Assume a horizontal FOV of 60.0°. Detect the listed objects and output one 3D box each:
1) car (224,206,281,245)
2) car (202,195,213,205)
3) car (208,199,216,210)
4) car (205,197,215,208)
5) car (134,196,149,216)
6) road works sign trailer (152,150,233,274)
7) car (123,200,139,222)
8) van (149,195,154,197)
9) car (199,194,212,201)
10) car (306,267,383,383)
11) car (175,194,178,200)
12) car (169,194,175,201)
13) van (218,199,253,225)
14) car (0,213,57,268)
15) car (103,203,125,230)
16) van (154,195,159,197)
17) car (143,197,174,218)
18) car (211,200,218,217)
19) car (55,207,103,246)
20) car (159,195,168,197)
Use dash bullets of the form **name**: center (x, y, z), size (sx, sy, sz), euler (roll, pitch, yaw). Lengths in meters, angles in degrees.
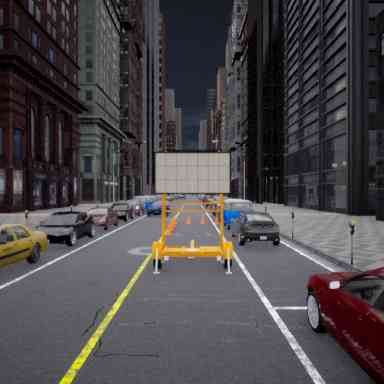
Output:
- **car**: center (2.791, 1.554, 15.172), size (2.008, 1.369, 4.403), euler (0, 0, 0)
- **car**: center (2.860, 1.576, 48.989), size (1.887, 1.381, 4.507), euler (0, 0, 0)
- **car**: center (2.826, 1.596, 32.081), size (1.802, 1.307, 4.206), euler (0, 0, 0)
- **car**: center (2.837, 1.570, 37.717), size (2.008, 1.369, 4.403), euler (0, 0, 0)
- **car**: center (-5.700, 1.454, 32.082), size (1.967, 1.590, 4.097), euler (0, 0, 0)
- **road works sign trailer**: center (0.021, 0.466, 10.562), size (2.380, 3.560, 2.880), euler (0, 0, 0)
- **car**: center (-5.711, 1.575, 26.445), size (1.947, 1.339, 4.313), euler (0, 0, 0)
- **van**: center (-5.688, 1.360, 37.719), size (1.690, 1.788, 3.998), euler (0, 0, 0)
- **car**: center (2.882, 1.360, 60.261), size (2.192, 1.841, 5.009), euler (0, 0, 0)
- **car**: center (2.769, 1.545, 3.899), size (1.887, 1.381, 4.507), euler (0, 0, 0)
- **car**: center (-5.585, 1.658, 88.447), size (1.947, 1.339, 4.313), euler (0, 0, 0)
- **car**: center (-5.608, 1.616, 77.174), size (1.887, 1.381, 4.507), euler (0, 0, 0)
- **van**: center (2.802, 1.347, 20.808), size (1.690, 1.788, 3.998), euler (0, 0, 0)
- **car**: center (-5.745, 1.527, 9.365), size (1.752, 1.417, 4.829), euler (0, 0, 0)
- **car**: center (-5.722, 1.588, 20.809), size (1.802, 1.307, 4.206), euler (0, 0, 0)
- **van**: center (-5.677, 1.366, 43.355), size (1.690, 1.788, 3.998), euler (0, 0, 0)
- **car**: center (-3.038, 1.490, 31.060), size (1.882, 1.535, 5.008), euler (0, 0, 0)
- **car**: center (2.814, 1.560, 26.444), size (2.008, 1.369, 4.403), euler (0, 0, 0)
- **car**: center (-5.734, 1.569, 15.172), size (1.947, 1.339, 4.313), euler (0, 0, 0)
- **car**: center (-5.654, 1.352, 54.628), size (2.192, 1.841, 5.009), euler (0, 0, 0)
